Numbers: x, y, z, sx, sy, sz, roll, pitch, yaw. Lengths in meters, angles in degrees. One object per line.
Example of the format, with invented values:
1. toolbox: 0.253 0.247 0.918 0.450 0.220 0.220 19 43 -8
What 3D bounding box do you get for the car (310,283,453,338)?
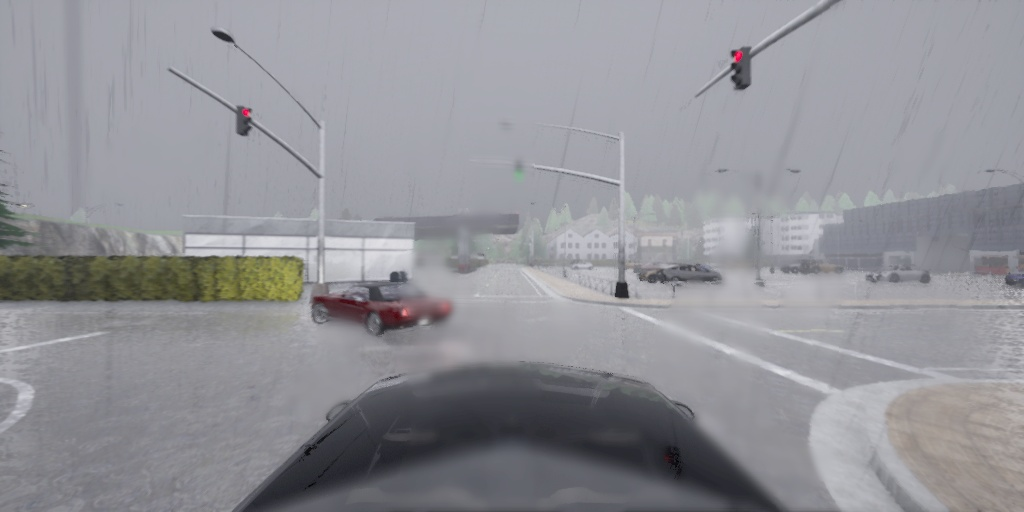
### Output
1. car: -4.002 1.429 10.564 4.718 1.301 1.895 0 -1 37
